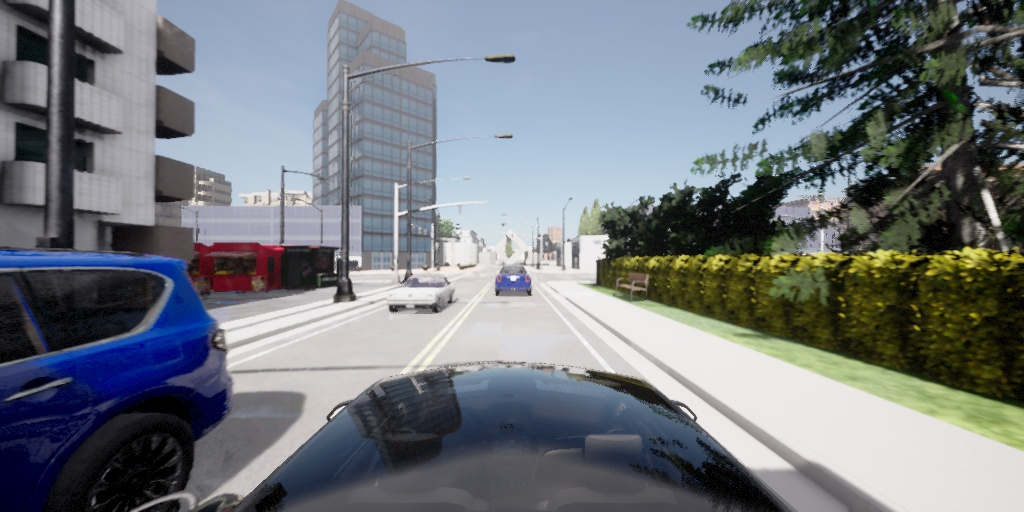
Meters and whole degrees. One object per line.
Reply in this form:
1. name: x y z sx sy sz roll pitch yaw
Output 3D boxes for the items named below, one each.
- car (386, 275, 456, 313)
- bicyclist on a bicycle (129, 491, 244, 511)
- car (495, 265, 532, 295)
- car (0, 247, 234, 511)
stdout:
1. car: -3.597 1.497 14.917 1.895 1.301 4.718 0 -1 0
2. bicyclist on a bicycle: -1.739 1.574 1.541 1.620 0.582 1.656 -13 8 1
3. car: 0.075 1.325 22.002 2.097 1.767 4.553 0 -1 0
4. car: -3.611 0.961 0.939 2.150 2.045 5.566 0 0 0
